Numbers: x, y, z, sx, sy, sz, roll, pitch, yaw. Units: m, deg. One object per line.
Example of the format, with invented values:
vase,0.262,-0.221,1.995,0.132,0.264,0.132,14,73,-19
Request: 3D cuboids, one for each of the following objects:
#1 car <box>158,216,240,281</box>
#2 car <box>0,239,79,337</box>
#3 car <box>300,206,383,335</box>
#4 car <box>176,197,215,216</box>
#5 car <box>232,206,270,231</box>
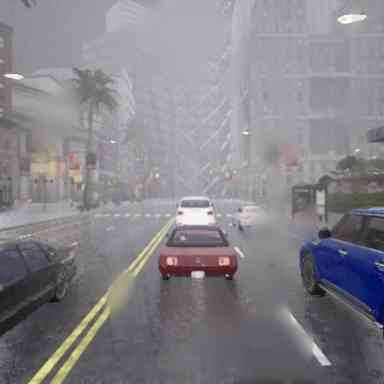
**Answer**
car,0.145,1.630,9.913,1.895,1.301,4.718,0,0,0
car,-3.580,1.563,5.561,2.033,1.411,5.357,0,0,0
car,3.629,1.241,5.584,2.150,2.045,5.566,0,0,0
car,0.183,1.282,20.183,2.150,2.045,5.566,0,0,0
car,3.669,1.590,20.969,1.812,1.442,4.674,0,0,0
